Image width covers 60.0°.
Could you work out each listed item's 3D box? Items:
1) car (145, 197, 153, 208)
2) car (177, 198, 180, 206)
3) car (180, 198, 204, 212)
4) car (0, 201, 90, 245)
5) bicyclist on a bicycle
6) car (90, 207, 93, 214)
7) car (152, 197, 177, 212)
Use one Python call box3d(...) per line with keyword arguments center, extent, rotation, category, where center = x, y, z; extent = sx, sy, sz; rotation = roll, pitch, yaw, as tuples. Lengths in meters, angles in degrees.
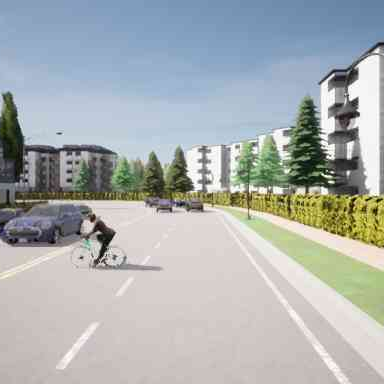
box3d(center=(-5.612, 1.491, 48.574), extent=(2.128, 1.511, 4.902), rotation=(0, 0, -20), category="car")
box3d(center=(-1.959, 1.601, 48.838), extent=(1.895, 1.301, 4.718), rotation=(0, 0, -19), category="car")
box3d(center=(0.191, 1.491, 38.793), extent=(2.128, 1.511, 4.902), rotation=(0, 0, -6), category="car")
box3d(center=(-6.722, 1.351, 15.593), extent=(2.097, 1.767, 4.553), rotation=(0, 0, 2), category="car")
box3d(center=(-2.753, 1.452, 9.731), extent=(1.656, 1.620, 0.582), rotation=(0, 0, 2), category="bicyclist on a bicycle")
box3d(center=(-9.807, 1.564, 27.885), extent=(1.994, 1.385, 4.181), rotation=(0, 0, 1), category="car")
box3d(center=(-3.217, 1.547, 38.220), extent=(2.033, 1.411, 5.357), rotation=(0, 0, -6), category="car")
